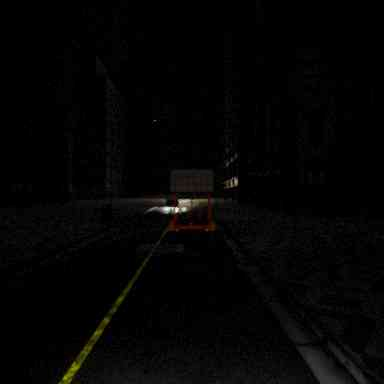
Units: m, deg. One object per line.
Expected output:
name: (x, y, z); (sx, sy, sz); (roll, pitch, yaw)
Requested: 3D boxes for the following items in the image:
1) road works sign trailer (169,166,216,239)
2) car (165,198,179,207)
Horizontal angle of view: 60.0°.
road works sign trailer: (0.002, 0.466, 17.379); (2.380, 3.560, 2.880); (0, 0, 0)
car: (-3.067, 1.593, 51.762); (1.895, 1.301, 4.718); (0, 0, 0)
